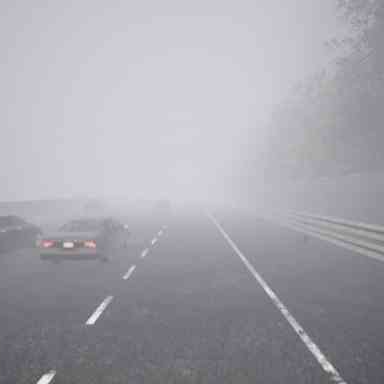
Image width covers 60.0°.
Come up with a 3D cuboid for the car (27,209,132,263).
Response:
[{"bbox_3d":[-3.502,1.550,11.922,2.033,1.411,5.357,0,0,0],"label":"car"}]

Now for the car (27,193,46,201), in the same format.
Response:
[{"bbox_3d":[-28.020,1.506,61.633,1.837,1.490,4.892,0,0,0],"label":"car"}]

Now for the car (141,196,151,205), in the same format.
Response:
[{"bbox_3d":[-7.017,1.588,57.269,1.994,1.385,4.181,0,0,0],"label":"car"}]

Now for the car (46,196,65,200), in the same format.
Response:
[{"bbox_3d":[-24.520,1.544,61.719,2.033,1.411,5.357,0,0,0],"label":"car"}]

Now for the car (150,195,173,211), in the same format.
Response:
[{"bbox_3d":[-3.514,1.510,41.428,2.128,1.511,4.902,0,0,0],"label":"car"}]

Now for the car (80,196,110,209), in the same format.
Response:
[{"bbox_3d":[-10.514,1.514,36.913,1.837,1.490,4.892,0,0,0],"label":"car"}]

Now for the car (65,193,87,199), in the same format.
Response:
[{"bbox_3d":[-21.023,1.232,61.750,2.150,2.045,5.566,0,0,0],"label":"car"}]

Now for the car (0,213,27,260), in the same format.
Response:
[{"bbox_3d":[-7.002,1.505,11.771,1.837,1.490,4.892,0,0,0],"label":"car"}]

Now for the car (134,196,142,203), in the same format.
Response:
[{"bbox_3d":[-10.522,1.571,67.196,2.033,1.411,5.357,0,0,0],"label":"car"}]

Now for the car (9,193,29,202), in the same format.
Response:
[{"bbox_3d":[-31.519,1.210,61.553,2.150,2.045,5.566,0,0,0],"label":"car"}]
